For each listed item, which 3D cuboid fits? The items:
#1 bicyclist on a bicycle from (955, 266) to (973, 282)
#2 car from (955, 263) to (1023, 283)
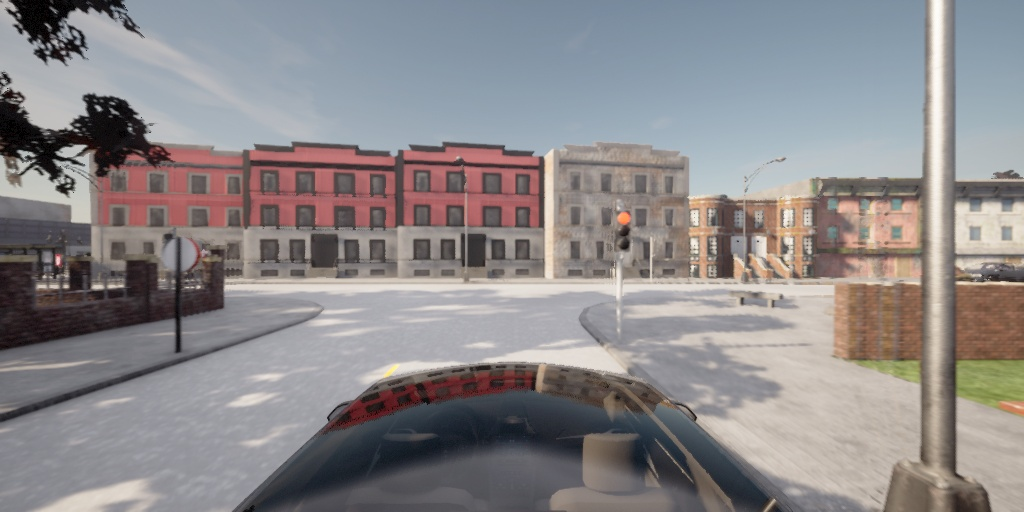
[{"bbox_3d":[17.311,1.042,14.083,0.582,1.620,1.656,0,0,0],"label":"bicyclist on a bicycle"},{"bbox_3d":[30.243,1.160,22.474,4.902,1.511,2.128,0,0,0],"label":"car"}]
